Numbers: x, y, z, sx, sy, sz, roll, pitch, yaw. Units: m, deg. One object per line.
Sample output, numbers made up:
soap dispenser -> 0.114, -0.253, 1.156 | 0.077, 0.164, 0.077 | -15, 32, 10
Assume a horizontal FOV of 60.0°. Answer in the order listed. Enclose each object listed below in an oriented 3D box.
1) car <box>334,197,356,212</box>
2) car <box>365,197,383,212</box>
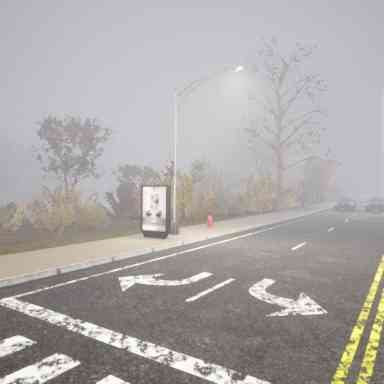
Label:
car -> 18.438, 1.390, 39.950 | 2.097, 1.767, 4.553 | 0, 0, 30
car -> 21.253, 1.393, 38.326 | 2.097, 1.767, 4.553 | 0, 0, 30
